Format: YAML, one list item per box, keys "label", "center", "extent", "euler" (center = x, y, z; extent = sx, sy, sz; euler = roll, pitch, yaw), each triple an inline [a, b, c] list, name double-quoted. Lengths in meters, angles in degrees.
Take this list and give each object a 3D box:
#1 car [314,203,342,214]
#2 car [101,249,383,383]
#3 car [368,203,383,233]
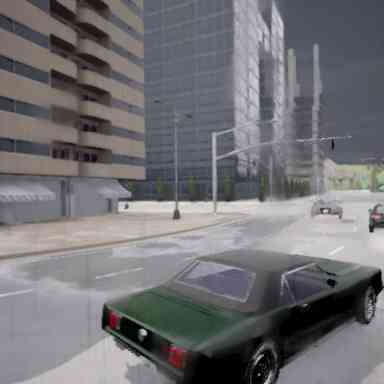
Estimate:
- label: "car"
  center: [9.636, 1.059, 23.619]
  extent: [1.994, 1.385, 4.181]
  euler: [-1, 0, 26]
- label: "car"
  center: [1.179, 1.569, 5.102]
  extent: [4.718, 1.301, 1.895]
  euler: [-1, 0, -42]
- label: "car"
  center: [10.474, 1.326, 17.698]
  extent: [1.812, 1.442, 4.674]
  euler: [-1, 0, 29]
